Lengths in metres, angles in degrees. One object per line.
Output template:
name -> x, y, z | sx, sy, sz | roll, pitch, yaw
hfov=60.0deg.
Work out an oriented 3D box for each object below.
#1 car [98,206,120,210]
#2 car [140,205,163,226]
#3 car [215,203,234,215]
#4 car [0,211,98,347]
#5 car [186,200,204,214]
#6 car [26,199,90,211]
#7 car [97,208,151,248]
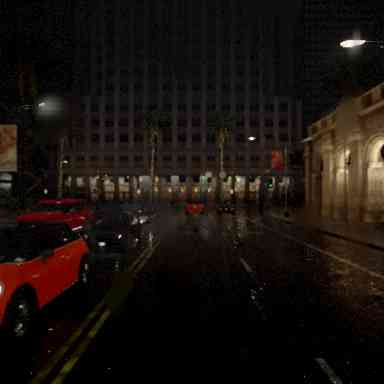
car -> -6.857, 1.847, 27.694 | 2.033, 1.411, 5.357 | 0, -1, 1
car -> -3.374, 1.773, 26.033 | 2.128, 1.511, 4.902 | 0, -1, 1
car -> 3.836, 1.973, 39.381 | 2.033, 1.411, 5.357 | 0, -1, 1
car -> -3.589, 1.423, 6.464 | 2.097, 1.767, 4.553 | 0, -1, 0
car -> 0.360, 1.798, 41.255 | 2.097, 1.767, 4.553 | 0, -1, 1
car -> -7.001, 1.408, 17.271 | 2.150, 2.045, 5.566 | 0, -1, 1
car -> -3.529, 1.720, 15.934 | 2.033, 1.411, 5.357 | 0, -1, 1
